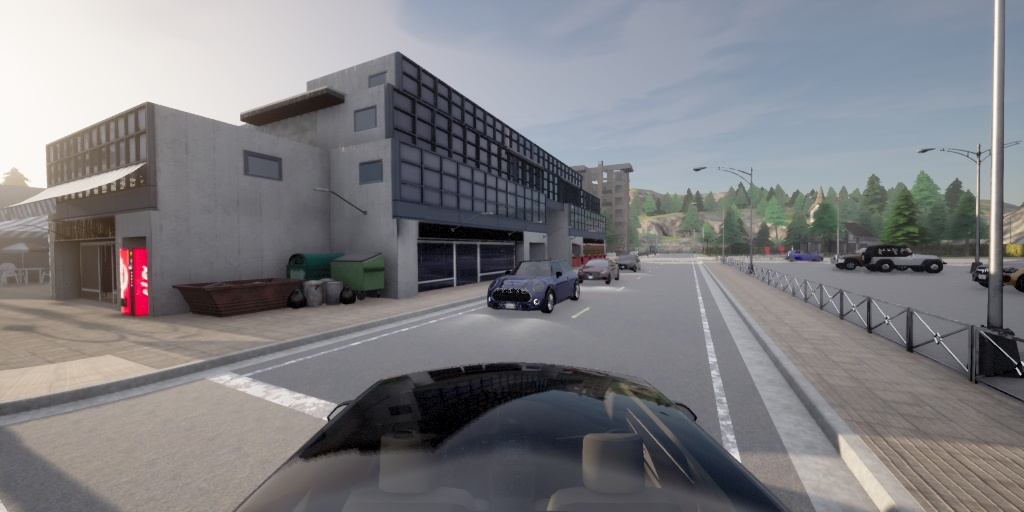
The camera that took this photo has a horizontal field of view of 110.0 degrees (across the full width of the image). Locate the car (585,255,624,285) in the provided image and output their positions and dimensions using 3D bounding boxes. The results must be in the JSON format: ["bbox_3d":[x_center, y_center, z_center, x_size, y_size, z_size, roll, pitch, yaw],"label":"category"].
[{"bbox_3d":[5.419,0.870,22.117,1.812,1.442,4.674,0,1,26],"label":"car"}]

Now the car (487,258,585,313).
[{"bbox_3d":[0.928,0.908,13.068,2.097,1.767,4.553,0,1,26],"label":"car"}]

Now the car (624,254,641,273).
[{"bbox_3d":[10.236,0.622,31.786,1.837,1.490,4.892,0,1,27],"label":"car"}]
